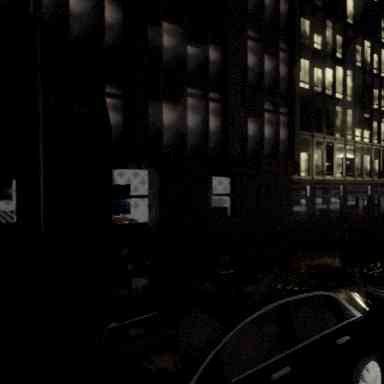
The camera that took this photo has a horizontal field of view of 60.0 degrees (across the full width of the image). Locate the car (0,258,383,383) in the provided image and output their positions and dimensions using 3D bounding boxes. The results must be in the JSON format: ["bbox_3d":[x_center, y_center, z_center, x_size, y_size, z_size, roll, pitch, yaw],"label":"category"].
[{"bbox_3d":[0.234,1.524,3.128,4.403,1.369,2.008,0,0,-36],"label":"car"}]

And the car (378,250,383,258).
[{"bbox_3d":[4.803,1.552,6.509,4.206,1.307,1.802,0,0,-36],"label":"car"}]
